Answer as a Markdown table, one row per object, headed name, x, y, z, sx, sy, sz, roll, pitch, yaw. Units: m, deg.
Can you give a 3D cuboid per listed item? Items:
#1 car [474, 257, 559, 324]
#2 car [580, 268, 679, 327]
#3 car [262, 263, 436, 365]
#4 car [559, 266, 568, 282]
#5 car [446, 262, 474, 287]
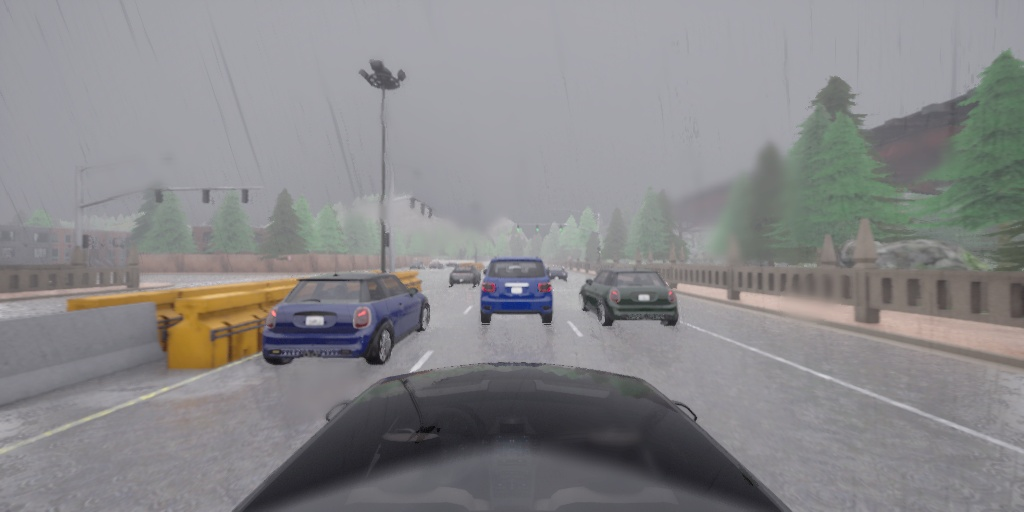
| name | x | y | z | sx | sy | sz | roll | pitch | yaw |
| --- | --- | --- | --- | --- | --- | --- | --- | --- | --- |
| car | 0.143 | 1.046 | 12.413 | 2.150 | 2.045 | 5.566 | 0 | 0 | 0 |
| car | 3.642 | 1.175 | 11.996 | 2.097 | 1.767 | 4.553 | 0 | 0 | 0 |
| car | -3.374 | 1.147 | 8.277 | 2.097 | 1.767 | 4.553 | 0 | 0 | 0 |
| car | 3.747 | 1.567 | 32.195 | 1.895 | 1.301 | 4.718 | 0 | 0 | 0 |
| car | -3.287 | 1.411 | 25.814 | 2.128 | 1.511 | 4.902 | 0 | 0 | 0 |
